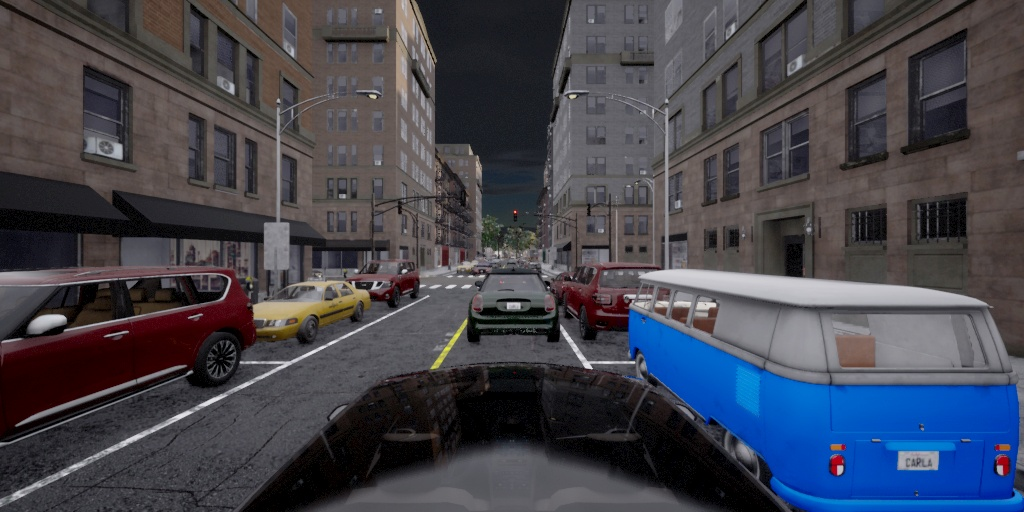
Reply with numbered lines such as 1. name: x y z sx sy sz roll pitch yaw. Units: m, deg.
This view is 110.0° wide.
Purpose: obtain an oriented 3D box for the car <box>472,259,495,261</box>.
1. car: -2.902 1.313 36.319 1.994 1.385 4.181 0 0 0

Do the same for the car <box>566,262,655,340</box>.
1. car: 2.626 1.065 9.856 2.192 1.841 5.009 0 0 0

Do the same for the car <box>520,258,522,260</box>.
1. car: 2.558 1.300 53.507 2.007 1.370 4.403 0 0 0

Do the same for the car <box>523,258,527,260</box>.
1. car: 2.575 1.299 42.543 2.007 1.370 4.403 0 0 0

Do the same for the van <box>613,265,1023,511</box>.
1. van: 2.635 1.091 4.177 1.690 1.789 3.998 0 0 0

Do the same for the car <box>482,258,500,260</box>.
1. car: -2.919 1.314 49.618 1.994 1.385 4.181 0 0 0

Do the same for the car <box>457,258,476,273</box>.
1. car: -5.478 1.274 42.361 1.751 1.417 4.829 0 0 0

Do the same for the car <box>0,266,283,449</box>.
1. car: -5.402 1.065 4.167 2.192 1.841 5.009 0 0 0

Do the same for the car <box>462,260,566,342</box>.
1. car: 0.021 1.102 9.892 2.097 1.767 4.553 0 0 0

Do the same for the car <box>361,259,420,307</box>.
1. car: -5.421 1.064 15.523 2.192 1.841 5.009 0 0 0

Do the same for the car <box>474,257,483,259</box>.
1. car: -5.492 1.275 53.324 1.751 1.417 4.829 0 0 0

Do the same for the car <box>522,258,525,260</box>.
1. car: 2.566 1.294 48.025 1.888 1.381 4.507 0 0 0

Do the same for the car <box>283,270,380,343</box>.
1. car: -5.411 1.275 9.674 1.751 1.417 4.829 0 0 0

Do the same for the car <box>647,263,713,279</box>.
1. car: 14.316 1.278 30.711 4.718 1.301 1.895 0 0 -3
